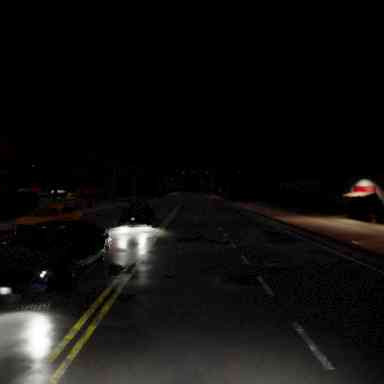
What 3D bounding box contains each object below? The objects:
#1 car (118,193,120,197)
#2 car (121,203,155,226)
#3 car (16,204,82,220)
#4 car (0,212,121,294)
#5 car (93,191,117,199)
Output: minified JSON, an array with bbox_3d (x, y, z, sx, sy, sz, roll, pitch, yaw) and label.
[{"bbox_3d":[-21.699,0.797,86.843,3.866,1.878,1.905,0,0,0],"label":"car"},{"bbox_3d":[-3.641,1.469,22.485,1.994,1.385,4.181,0,0,0],"label":"car"},{"bbox_3d":[-7.142,1.410,16.939,1.882,1.535,5.008,0,0,0],"label":"car"},{"bbox_3d":[-3.627,1.511,9.087,2.033,1.411,5.357,0,0,0],"label":"car"},{"bbox_3d":[-21.746,0.807,83.949,4.605,1.855,1.932,0,0,0],"label":"car"}]
